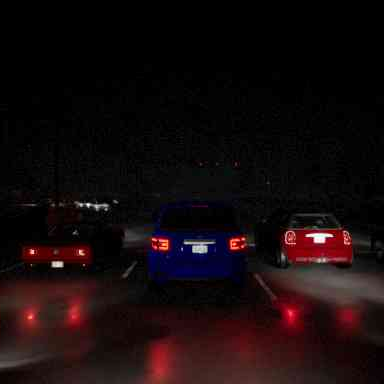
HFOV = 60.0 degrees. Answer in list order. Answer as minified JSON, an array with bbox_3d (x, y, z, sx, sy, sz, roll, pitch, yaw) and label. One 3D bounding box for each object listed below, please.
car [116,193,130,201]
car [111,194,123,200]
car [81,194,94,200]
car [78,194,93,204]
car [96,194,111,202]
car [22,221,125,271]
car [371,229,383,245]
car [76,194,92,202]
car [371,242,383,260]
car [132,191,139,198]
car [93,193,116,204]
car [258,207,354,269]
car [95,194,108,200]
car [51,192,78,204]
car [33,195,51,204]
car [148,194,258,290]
[{"bbox_3d":[-14.731,1.013,69.609,2.097,1.767,4.553,0,0,-1],"label":"car"},{"bbox_3d":[-18.381,1.181,81.525,1.895,1.301,4.718,0,0,-1],"label":"car"},{"bbox_3d":[-25.366,1.184,80.902,1.895,1.301,4.718,0,0,-1],"label":"car"},{"bbox_3d":[-18.171,1.290,58.318,1.994,1.385,4.181,0,0,0],"label":"car"},{"bbox_3d":[-18.218,1.165,68.453,1.837,1.490,4.892,0,0,-1],"label":"car"},{"bbox_3d":[-3.489,1.584,10.839,1.895,1.301,4.718,0,0,0],"label":"car"},{"bbox_3d":[7.018,1.477,9.406,2.128,1.511,4.902,0,0,0],"label":"car"},{"bbox_3d":[-21.704,1.196,67.228,1.812,1.442,4.674,0,0,-1],"label":"car"},{"bbox_3d":[3.594,1.490,2.160,2.128,1.511,4.902,0,0,0],"label":"car"},{"bbox_3d":[-14.953,1.108,84.330,2.033,1.411,5.357,0,0,-1],"label":"car"},{"bbox_3d":[-14.660,1.341,56.089,1.895,1.301,4.718,0,0,0],"label":"car"},{"bbox_3d":[3.505,1.334,11.303,2.097,1.767,4.553,0,0,0],"label":"car"},{"bbox_3d":[-21.860,1.115,80.578,1.812,1.442,4.674,0,0,-1],"label":"car"},{"bbox_3d":[-21.656,1.213,56.895,1.882,1.535,5.008,0,0,0],"label":"car"},{"bbox_3d":[-25.147,1.243,56.331,1.837,1.490,4.892,0,0,0],"label":"car"},{"bbox_3d":[0.043,1.207,9.202,2.150,2.045,5.566,0,0,-2],"label":"car"}]
